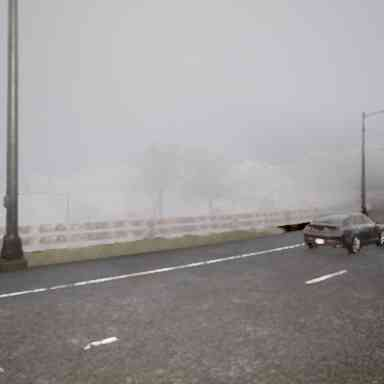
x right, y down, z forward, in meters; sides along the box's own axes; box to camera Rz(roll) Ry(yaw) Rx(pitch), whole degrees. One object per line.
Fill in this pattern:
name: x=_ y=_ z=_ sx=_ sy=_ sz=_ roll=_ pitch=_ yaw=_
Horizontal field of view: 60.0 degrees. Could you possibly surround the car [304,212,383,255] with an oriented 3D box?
car: x=6.513 y=1.597 z=13.977 sx=4.892 sy=1.490 sz=1.837 roll=1 pitch=0 yaw=-43
